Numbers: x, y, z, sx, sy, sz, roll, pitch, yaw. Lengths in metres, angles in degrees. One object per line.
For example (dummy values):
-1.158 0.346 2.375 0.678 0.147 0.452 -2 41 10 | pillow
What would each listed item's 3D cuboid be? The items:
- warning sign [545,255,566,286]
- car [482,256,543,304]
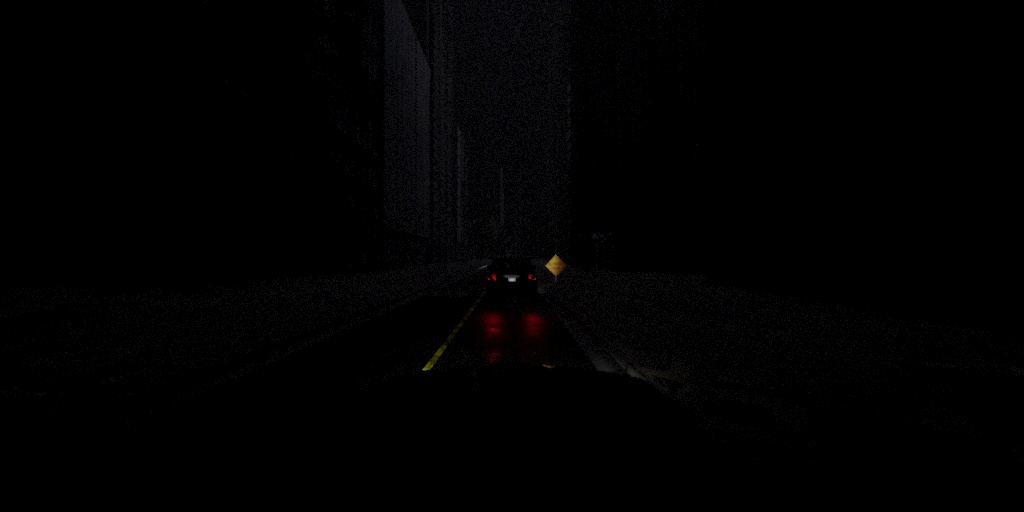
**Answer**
2.717 0.866 22.165 1.300 1.860 1.060 0 0 0 | warning sign
0.000 1.009 16.530 2.150 2.045 5.566 0 0 0 | car
